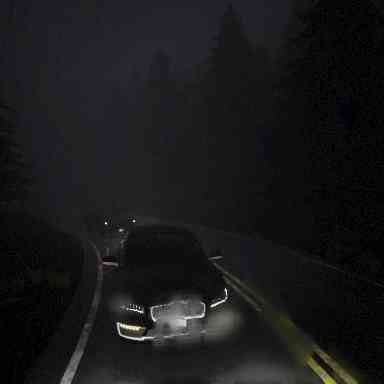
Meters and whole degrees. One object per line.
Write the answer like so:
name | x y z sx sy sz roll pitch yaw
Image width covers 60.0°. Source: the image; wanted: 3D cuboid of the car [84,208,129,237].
car | -4.628 1.610 18.535 1.895 1.301 4.718 -3 1 -29

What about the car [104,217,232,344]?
car | -0.643 1.494 6.793 1.837 1.490 4.892 -1 0 -11
